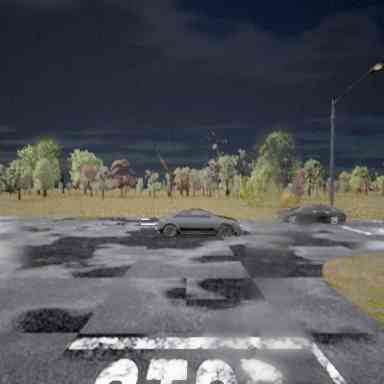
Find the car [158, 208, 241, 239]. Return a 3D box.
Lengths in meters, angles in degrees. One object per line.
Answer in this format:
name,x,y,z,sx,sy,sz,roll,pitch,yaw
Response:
car,0.354,1.540,16.898,4.181,1.385,1.994,0,1,0

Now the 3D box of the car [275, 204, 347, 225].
car,8.457,1.620,23.844,4.892,1.490,1.837,0,1,0
